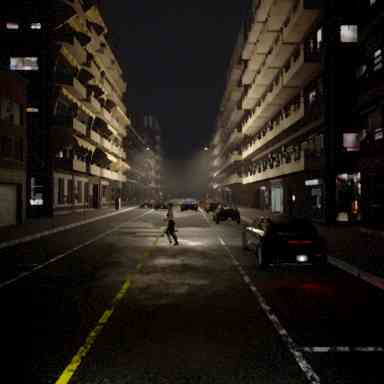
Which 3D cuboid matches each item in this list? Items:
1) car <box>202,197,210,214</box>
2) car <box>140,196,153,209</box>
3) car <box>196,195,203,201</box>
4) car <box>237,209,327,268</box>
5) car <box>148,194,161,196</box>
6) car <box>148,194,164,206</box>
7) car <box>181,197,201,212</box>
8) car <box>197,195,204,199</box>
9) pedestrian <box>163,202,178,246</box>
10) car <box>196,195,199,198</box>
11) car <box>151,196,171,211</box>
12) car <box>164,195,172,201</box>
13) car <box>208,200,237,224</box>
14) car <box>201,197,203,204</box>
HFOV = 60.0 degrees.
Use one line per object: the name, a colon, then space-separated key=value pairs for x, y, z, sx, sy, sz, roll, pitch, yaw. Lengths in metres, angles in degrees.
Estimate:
car: x=2.364 y=1.533 z=35.492 sx=1.752 sy=1.417 sz=4.829 roll=1 pitch=0 yaw=-1
car: x=-6.121 y=1.577 z=46.424 sx=1.947 sy=1.339 sz=4.313 roll=1 pitch=0 yaw=-1
car: x=1.893 y=1.548 z=85.631 sx=1.752 sy=1.417 sz=4.829 roll=1 pitch=0 yaw=-1
car: x=2.894 y=1.508 z=11.236 sx=1.837 sy=1.490 sz=4.892 roll=0 pitch=0 yaw=-1
car: x=-6.171 y=1.328 z=51.994 sx=2.192 sy=1.841 sz=5.009 roll=1 pitch=0 yaw=-1
car: x=-6.224 y=1.329 z=57.566 sx=2.192 sy=1.841 sz=5.009 roll=1 pitch=0 yaw=-1
car: x=-0.275 y=1.610 z=37.995 sx=1.895 sy=1.301 sz=4.718 roll=0 pitch=0 yaw=0
car: x=2.152 y=1.596 z=57.606 sx=1.802 sy=1.307 sz=4.206 roll=1 pitch=0 yaw=-1
pedestrian: x=-0.887 y=1.297 z=13.830 sx=0.375 sy=1.860 sz=0.375 roll=1 pitch=-1 yaw=-6
car: x=-0.452 y=1.559 z=48.162 sx=2.033 sy=1.411 sz=5.357 roll=0 pitch=0 yaw=-1
car: x=-3.484 y=1.516 z=40.598 sx=1.837 sy=1.490 sz=4.892 roll=0 pitch=-1 yaw=0
car: x=-6.547 y=1.590 z=90.991 sx=1.947 sy=1.339 sz=4.313 roll=1 pitch=0 yaw=-1
car: x=2.471 y=1.556 z=24.180 sx=2.008 sy=1.369 sz=4.403 roll=1 pitch=0 yaw=-1
car: x=2.312 y=1.592 z=40.894 sx=1.802 sy=1.307 sz=4.206 roll=1 pitch=0 yaw=-1
